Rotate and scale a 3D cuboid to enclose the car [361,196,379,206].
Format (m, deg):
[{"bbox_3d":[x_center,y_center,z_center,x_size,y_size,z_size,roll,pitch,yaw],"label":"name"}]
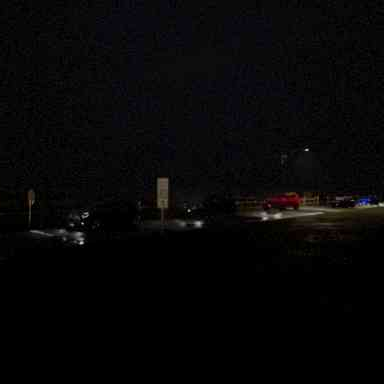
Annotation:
[{"bbox_3d":[27.472,1.365,51.647,1.882,1.535,5.008,1,1,43],"label":"car"}]

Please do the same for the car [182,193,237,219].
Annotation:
[{"bbox_3d":[1.642,1.134,28.450,2.150,2.045,5.566,1,1,43],"label":"car"}]

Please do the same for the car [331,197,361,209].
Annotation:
[{"bbox_3d":[20.043,1.397,43.851,2.128,1.511,4.902,1,1,43],"label":"car"}]

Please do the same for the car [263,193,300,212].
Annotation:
[{"bbox_3d":[10.205,1.106,37.684,2.150,2.045,5.566,1,1,43],"label":"car"}]

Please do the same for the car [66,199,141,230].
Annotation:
[{"bbox_3d":[-5.382,1.288,20.659,2.097,1.767,4.553,1,1,40],"label":"car"}]
